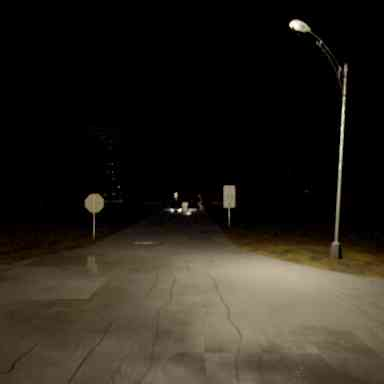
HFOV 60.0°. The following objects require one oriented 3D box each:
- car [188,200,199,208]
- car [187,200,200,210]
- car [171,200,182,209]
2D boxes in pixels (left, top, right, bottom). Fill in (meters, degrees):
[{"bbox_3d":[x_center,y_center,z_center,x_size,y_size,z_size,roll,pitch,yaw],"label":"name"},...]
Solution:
[{"bbox_3d":[0.200,2.142,62.133,1.994,1.385,4.181,0,0,0],"label":"car"},{"bbox_3d":[0.167,2.065,52.080,1.994,1.385,4.181,0,0,0],"label":"car"},{"bbox_3d":[-2.569,2.080,56.303,2.033,1.411,5.357,0,0,0],"label":"car"}]
